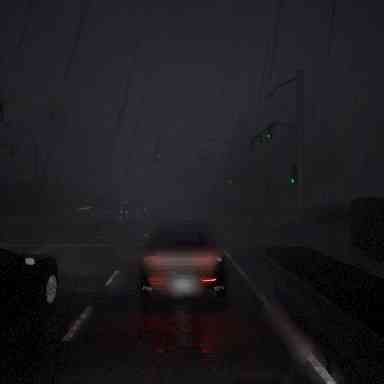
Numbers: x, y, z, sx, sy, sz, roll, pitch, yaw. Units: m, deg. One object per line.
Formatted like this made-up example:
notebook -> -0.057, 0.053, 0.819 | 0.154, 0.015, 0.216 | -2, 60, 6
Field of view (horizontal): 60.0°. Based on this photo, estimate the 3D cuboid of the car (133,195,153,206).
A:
car -> -8.115, 1.564, 55.250 | 1.994, 1.385, 4.181 | 0, 0, -1

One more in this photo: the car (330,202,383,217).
car -> 15.467, 1.601, 30.676 | 4.718, 1.301, 1.895 | 0, 0, 0

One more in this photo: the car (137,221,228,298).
car -> -0.245, 1.492, 8.518 | 2.128, 1.511, 4.902 | 0, 0, -2

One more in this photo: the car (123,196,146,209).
car -> -7.977, 1.601, 46.483 | 1.895, 1.301, 4.718 | 0, 0, -1

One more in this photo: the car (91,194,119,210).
car -> -11.435, 1.221, 43.420 | 2.150, 2.045, 5.566 | 0, 0, -2

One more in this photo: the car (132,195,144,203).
car -> -11.840, 1.478, 73.229 | 1.882, 1.535, 5.008 | 0, 0, -1

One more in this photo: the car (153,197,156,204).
car -> -8.234, 1.526, 65.072 | 1.812, 1.442, 4.674 | 0, 0, -1

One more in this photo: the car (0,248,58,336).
car -> -3.612, 1.478, 4.854 | 1.882, 1.535, 5.008 | 0, 0, -2

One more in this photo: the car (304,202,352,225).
car -> 10.881, 1.547, 23.514 | 5.357, 1.411, 2.033 | 0, 0, 0

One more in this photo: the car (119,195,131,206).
car -> -11.587, 1.505, 53.248 | 1.837, 1.490, 4.892 | 0, 0, -1
